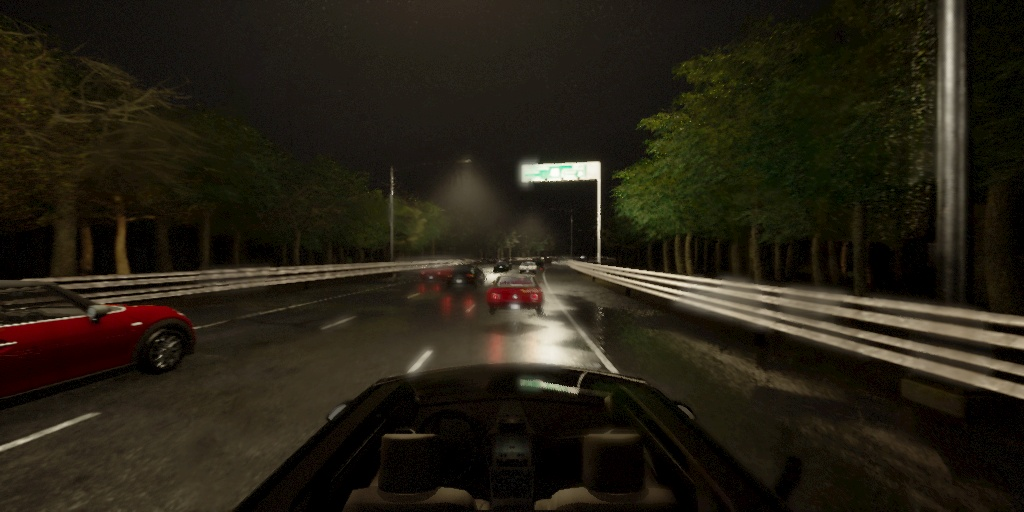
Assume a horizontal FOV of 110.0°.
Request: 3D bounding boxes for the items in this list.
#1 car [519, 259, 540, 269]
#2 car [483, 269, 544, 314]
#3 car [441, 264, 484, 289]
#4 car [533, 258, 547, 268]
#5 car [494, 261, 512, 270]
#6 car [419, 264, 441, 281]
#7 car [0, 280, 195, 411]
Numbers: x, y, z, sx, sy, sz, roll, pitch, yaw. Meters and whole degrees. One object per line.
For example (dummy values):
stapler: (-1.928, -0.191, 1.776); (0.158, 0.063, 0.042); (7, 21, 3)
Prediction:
car: (1.887, 1.344, 40.835); (1.895, 1.301, 4.718); (0, 0, 5)
car: (0.190, 1.351, 13.766); (1.895, 1.301, 4.718); (0, 0, 2)
car: (-2.868, 1.267, 22.696); (1.812, 1.442, 4.674); (0, 0, 3)
car: (4.412, 1.084, 62.148); (2.097, 1.767, 4.553); (0, 0, 8)
car: (-1.117, 1.298, 45.248); (1.994, 1.385, 4.181); (0, 0, 6)
car: (-6.021, 1.330, 29.654); (1.895, 1.301, 4.718); (1, 0, 4)
car: (-6.862, 1.080, 4.661); (2.097, 1.767, 4.553); (1, 0, 1)
